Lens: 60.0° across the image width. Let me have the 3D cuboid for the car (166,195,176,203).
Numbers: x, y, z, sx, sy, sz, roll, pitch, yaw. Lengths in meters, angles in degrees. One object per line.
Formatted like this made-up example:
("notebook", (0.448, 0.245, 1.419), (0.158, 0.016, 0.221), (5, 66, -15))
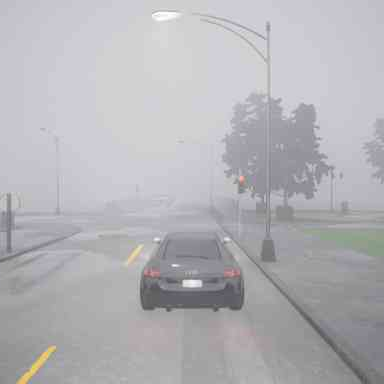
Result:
("car", (-4.594, 1.523, 73.593), (2.128, 1.511, 4.902), (0, 0, 0))

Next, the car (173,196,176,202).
("car", (-4.559, 1.547, 61.982), (2.033, 1.411, 5.357), (0, 0, 0))

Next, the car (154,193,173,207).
("car", (-4.511, 1.221, 51.016), (2.150, 2.045, 5.566), (0, 0, -1))

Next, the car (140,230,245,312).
("car", (0.001, 1.564, 7.801), (1.994, 1.385, 4.181), (0, 0, 0))
